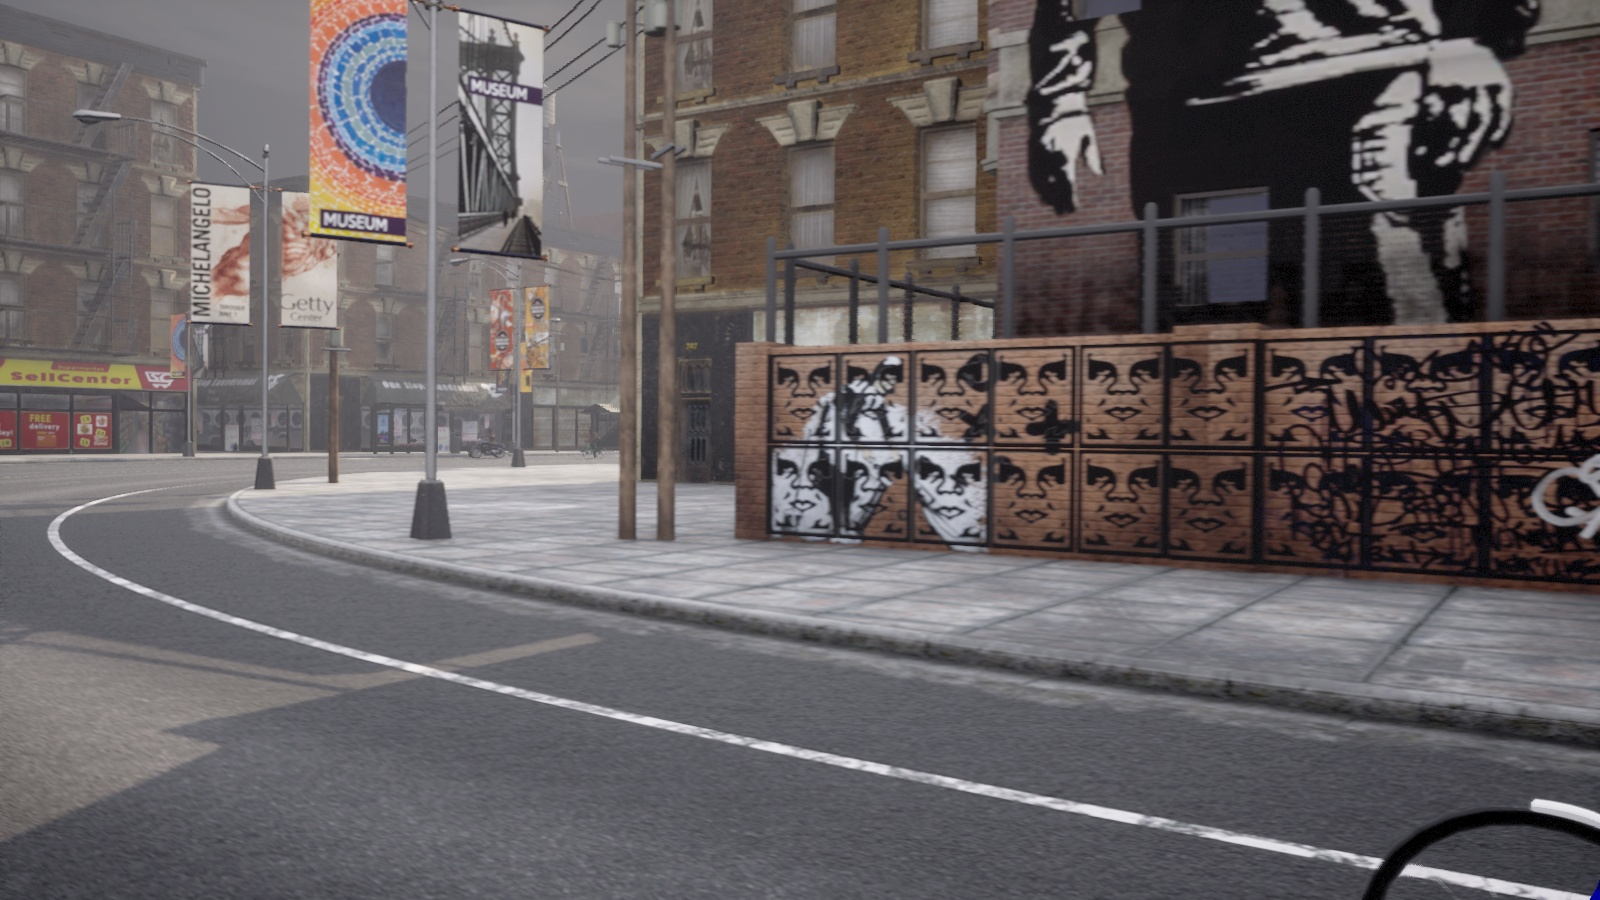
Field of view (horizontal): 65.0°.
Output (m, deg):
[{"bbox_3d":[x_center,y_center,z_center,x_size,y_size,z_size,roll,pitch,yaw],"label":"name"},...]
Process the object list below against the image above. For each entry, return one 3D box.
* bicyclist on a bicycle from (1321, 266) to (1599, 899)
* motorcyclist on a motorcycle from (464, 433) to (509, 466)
[{"bbox_3d":[2.001,0.554,2.295,1.843,1.776,0.659,0,1,34],"label":"bicyclist on a bicycle"},{"bbox_3d":[-16.289,-0.044,65.272,0.766,1.649,2.350,0,1,33],"label":"motorcyclist on a motorcycle"}]
